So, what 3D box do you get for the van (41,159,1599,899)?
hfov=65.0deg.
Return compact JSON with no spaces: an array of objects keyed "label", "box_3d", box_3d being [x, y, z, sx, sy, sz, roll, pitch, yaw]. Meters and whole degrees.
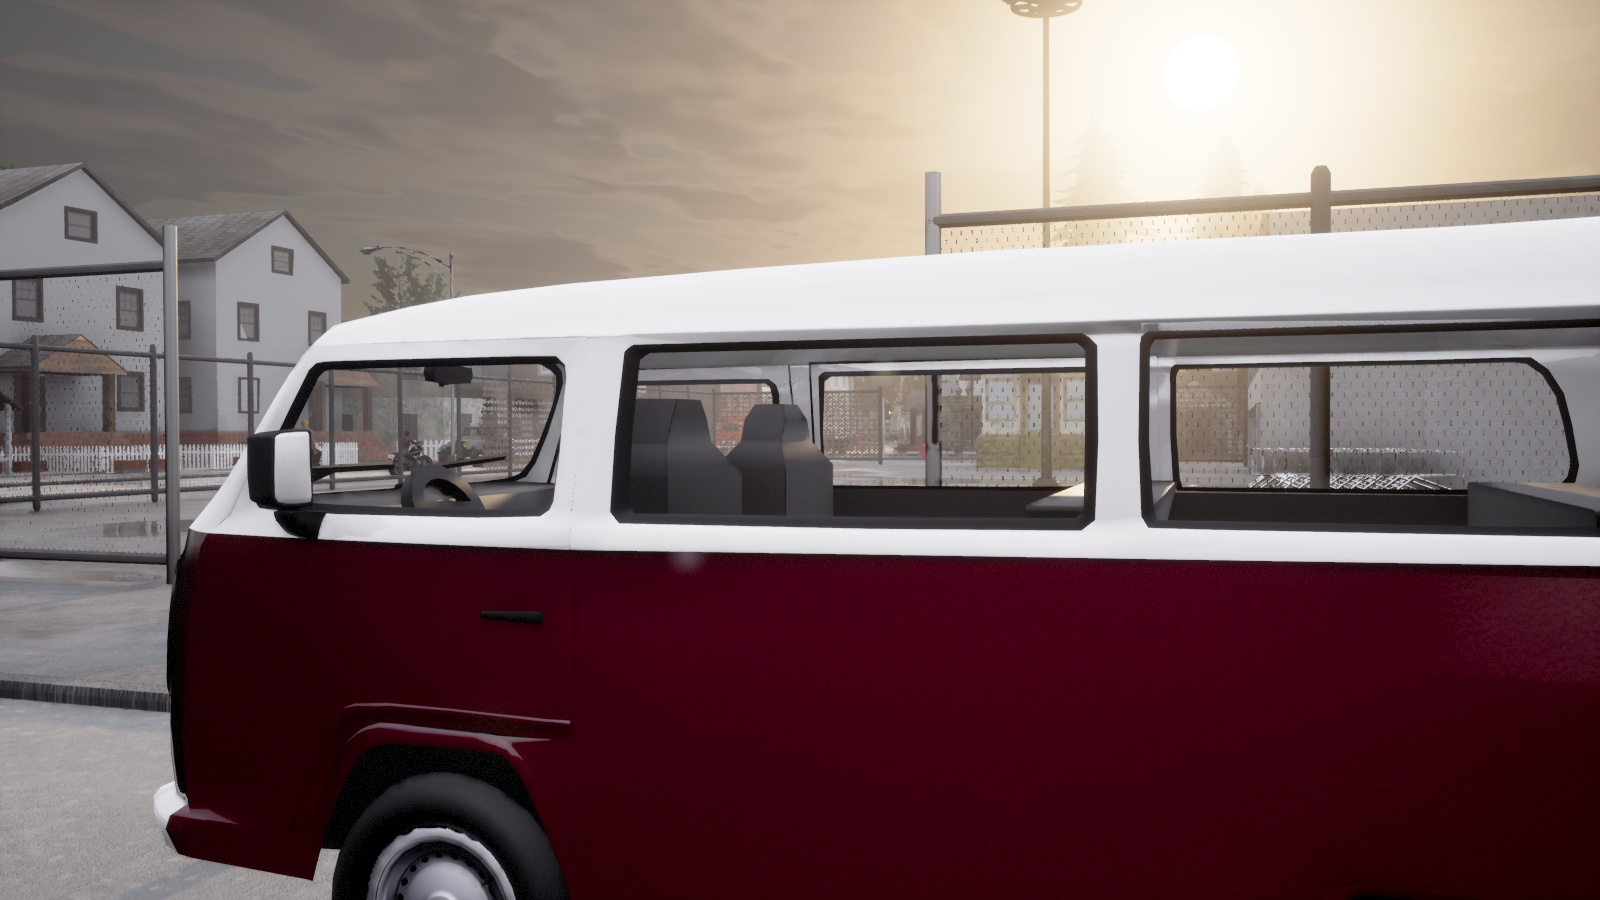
[{"label":"van","box_3d":[0.462,0.495,3.565,4.480,2.038,2.069,1,1,19]}]
